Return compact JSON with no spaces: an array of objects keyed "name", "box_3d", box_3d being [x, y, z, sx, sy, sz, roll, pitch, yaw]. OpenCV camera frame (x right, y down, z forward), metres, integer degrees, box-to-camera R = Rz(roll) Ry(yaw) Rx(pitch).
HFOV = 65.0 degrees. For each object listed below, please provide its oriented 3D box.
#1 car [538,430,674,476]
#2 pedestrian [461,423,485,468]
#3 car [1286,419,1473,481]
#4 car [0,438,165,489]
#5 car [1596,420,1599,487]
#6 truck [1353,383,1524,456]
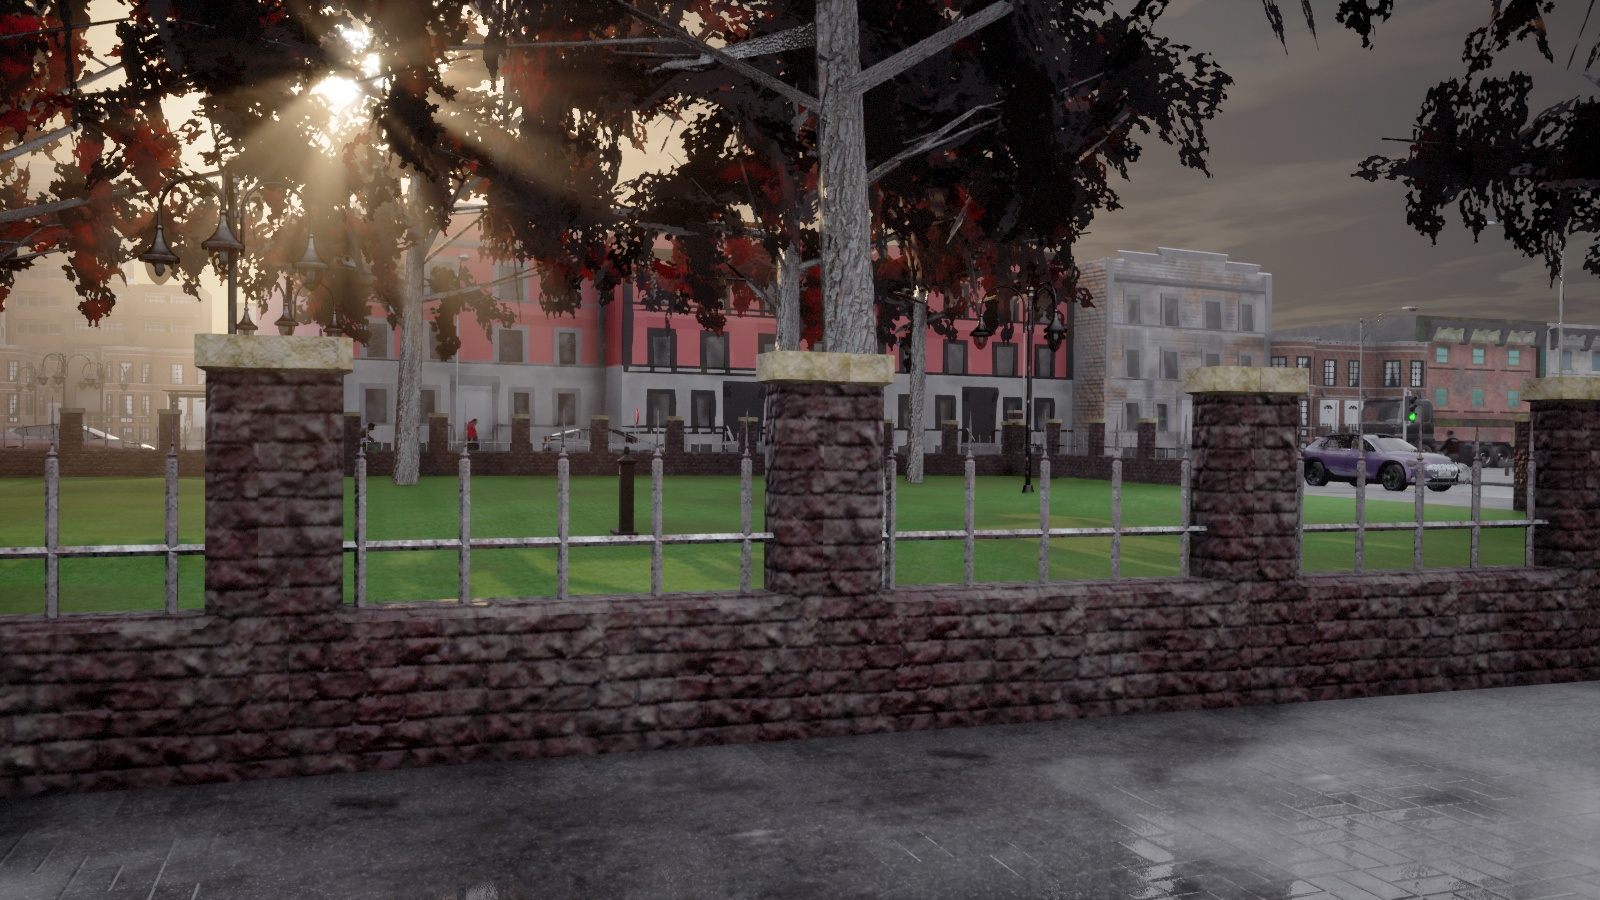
[{"name":"car","box_3d":[-6.960,0.089,44.948,4.514,1.525,2.007,-1,1,-18]},{"name":"pedestrian","box_3d":[-13.554,-0.193,52.056,0.899,1.844,0.634,-1,1,-15]},{"name":"car","box_3d":[16.602,-0.041,36.265,2.033,1.649,4.856,-1,1,-21]},{"name":"car","box_3d":[-22.812,0.402,39.493,4.792,1.488,2.163,-1,1,-19]},{"name":"car","box_3d":[19.865,0.094,26.833,2.007,1.525,4.514,-1,1,-21]},{"name":"truck","box_3d":[31.763,-1.543,62.450,7.936,3.462,2.891,-1,1,-19]}]
